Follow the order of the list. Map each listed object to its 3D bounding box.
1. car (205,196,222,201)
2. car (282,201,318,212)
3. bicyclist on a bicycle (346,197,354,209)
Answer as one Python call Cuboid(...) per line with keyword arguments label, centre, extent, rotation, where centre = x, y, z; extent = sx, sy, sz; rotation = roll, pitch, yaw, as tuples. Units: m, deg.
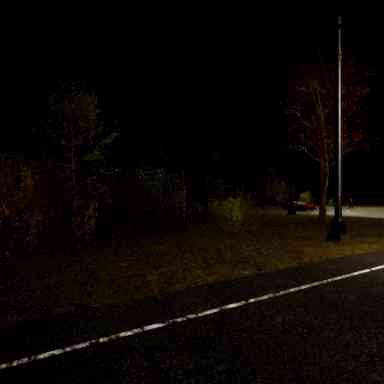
Cuboid(label="car", centre=(4.367, 1.803, 62.130), extent=(2.150, 2.045, 5.566), rotation=(-2, 0, -30))
Cuboid(label="car", centre=(14.518, 1.938, 44.959), extent=(1.895, 1.301, 4.718), rotation=(-2, 0, -31))
Cuboid(label="bicyclist on a bicycle", centre=(22.255, 1.579, 46.806), extent=(1.656, 1.620, 0.582), rotation=(0, 0, -31))
